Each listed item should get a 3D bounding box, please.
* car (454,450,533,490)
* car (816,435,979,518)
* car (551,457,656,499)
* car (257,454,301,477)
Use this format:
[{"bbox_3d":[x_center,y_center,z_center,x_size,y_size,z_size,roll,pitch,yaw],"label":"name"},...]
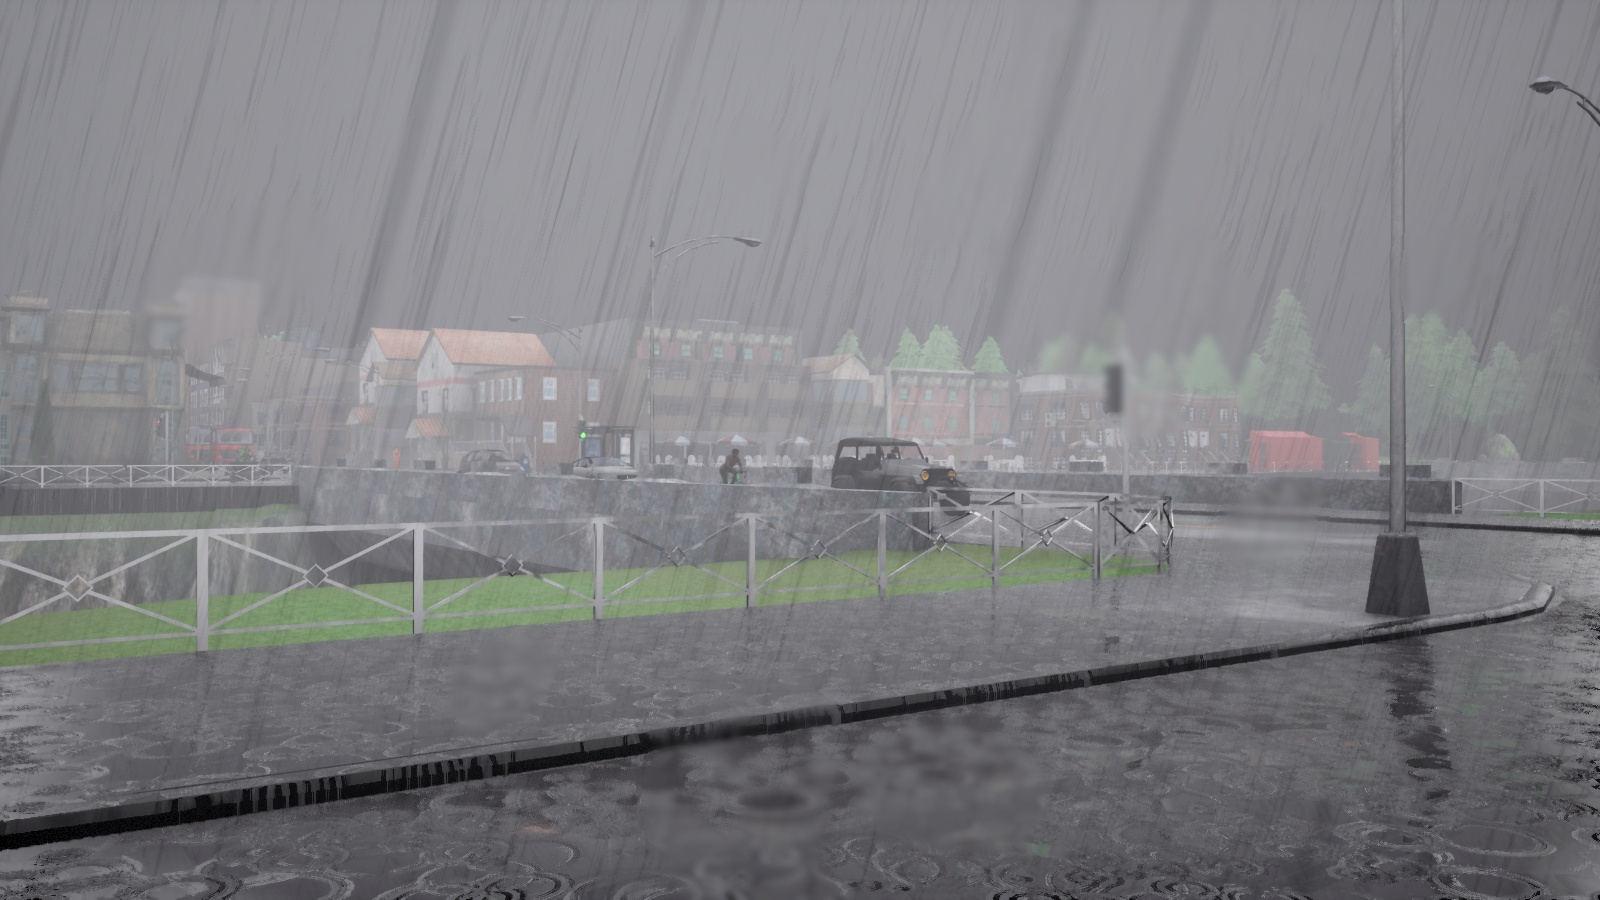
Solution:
[{"bbox_3d":[-12.746,0.797,52.036,1.851,1.617,3.988,0,0,-35],"label":"car"},{"bbox_3d":[2.291,0.610,30.450,1.905,1.878,3.866,0,0,-35],"label":"car"},{"bbox_3d":[-6.855,0.930,43.584,1.994,1.385,4.181,0,0,-34],"label":"car"},{"bbox_3d":[-34.641,1.036,83.433,1.816,1.474,4.193,0,0,-35],"label":"car"}]
